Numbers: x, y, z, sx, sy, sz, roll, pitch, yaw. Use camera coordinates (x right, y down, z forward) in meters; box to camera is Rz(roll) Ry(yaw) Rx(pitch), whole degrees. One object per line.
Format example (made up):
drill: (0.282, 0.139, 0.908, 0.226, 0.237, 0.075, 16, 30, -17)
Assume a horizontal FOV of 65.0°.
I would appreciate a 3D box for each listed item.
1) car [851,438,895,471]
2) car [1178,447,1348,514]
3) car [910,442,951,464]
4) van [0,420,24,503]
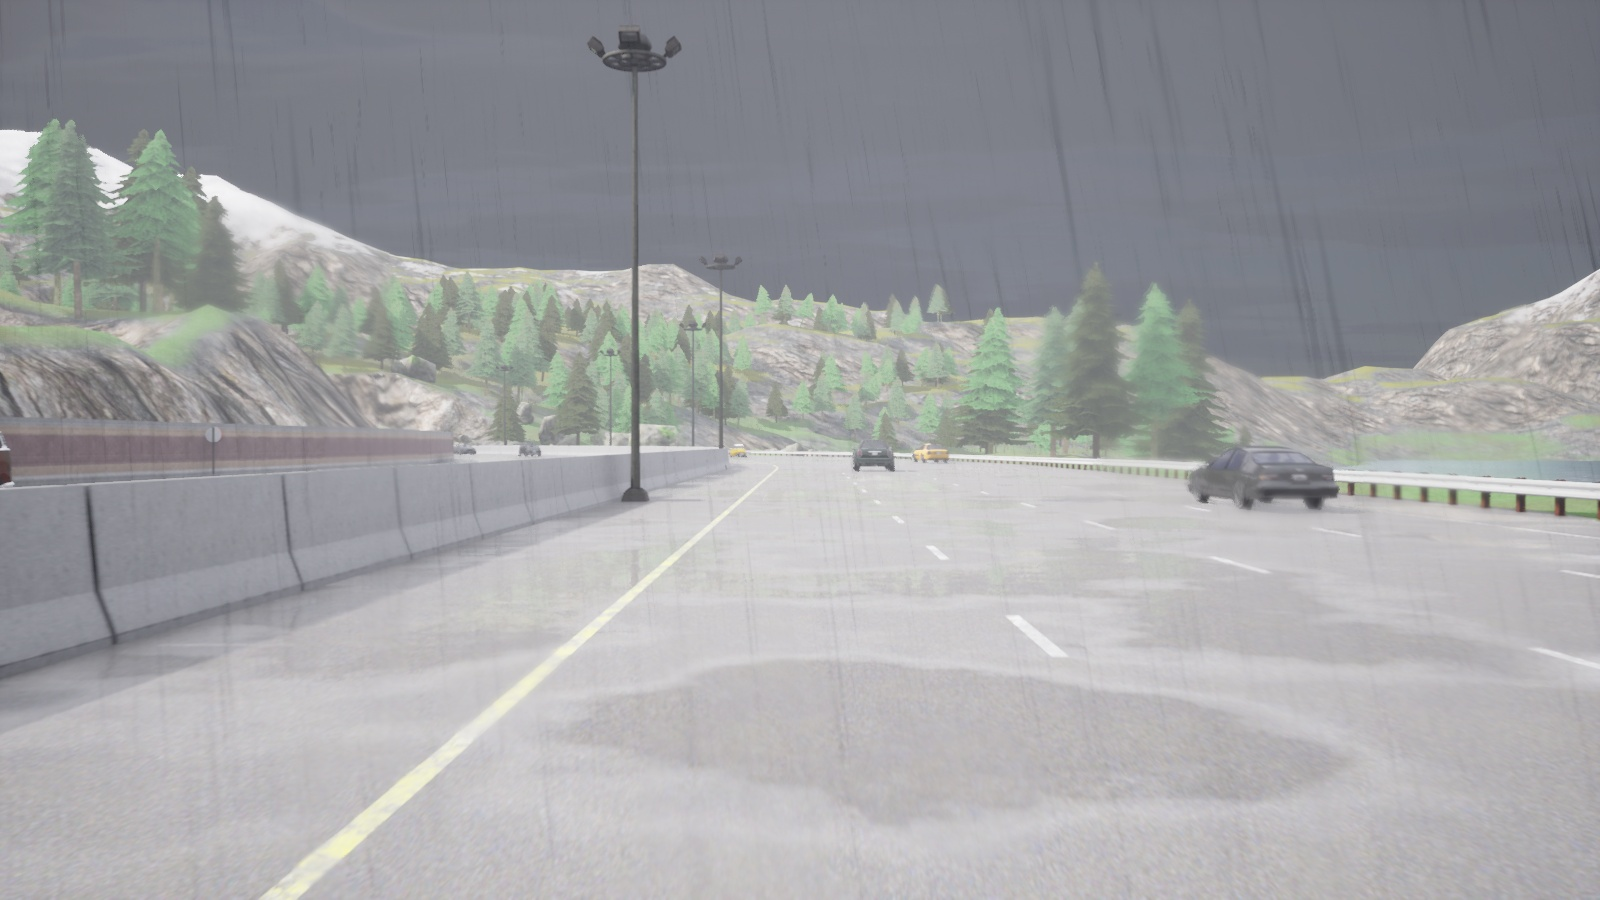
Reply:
car: (3.906, 0.225, 67.880, 2.097, 1.767, 4.553, 0, 0, 0)
car: (10.685, 0.636, 29.457, 2.033, 1.411, 5.357, 0, 0, 0)
car: (9.591, 0.171, 92.554, 1.801, 1.575, 5.366, 0, 0, -7)
van: (-20.814, 0.285, 29.744, 2.069, 2.038, 4.480, 0, 0, 0)
